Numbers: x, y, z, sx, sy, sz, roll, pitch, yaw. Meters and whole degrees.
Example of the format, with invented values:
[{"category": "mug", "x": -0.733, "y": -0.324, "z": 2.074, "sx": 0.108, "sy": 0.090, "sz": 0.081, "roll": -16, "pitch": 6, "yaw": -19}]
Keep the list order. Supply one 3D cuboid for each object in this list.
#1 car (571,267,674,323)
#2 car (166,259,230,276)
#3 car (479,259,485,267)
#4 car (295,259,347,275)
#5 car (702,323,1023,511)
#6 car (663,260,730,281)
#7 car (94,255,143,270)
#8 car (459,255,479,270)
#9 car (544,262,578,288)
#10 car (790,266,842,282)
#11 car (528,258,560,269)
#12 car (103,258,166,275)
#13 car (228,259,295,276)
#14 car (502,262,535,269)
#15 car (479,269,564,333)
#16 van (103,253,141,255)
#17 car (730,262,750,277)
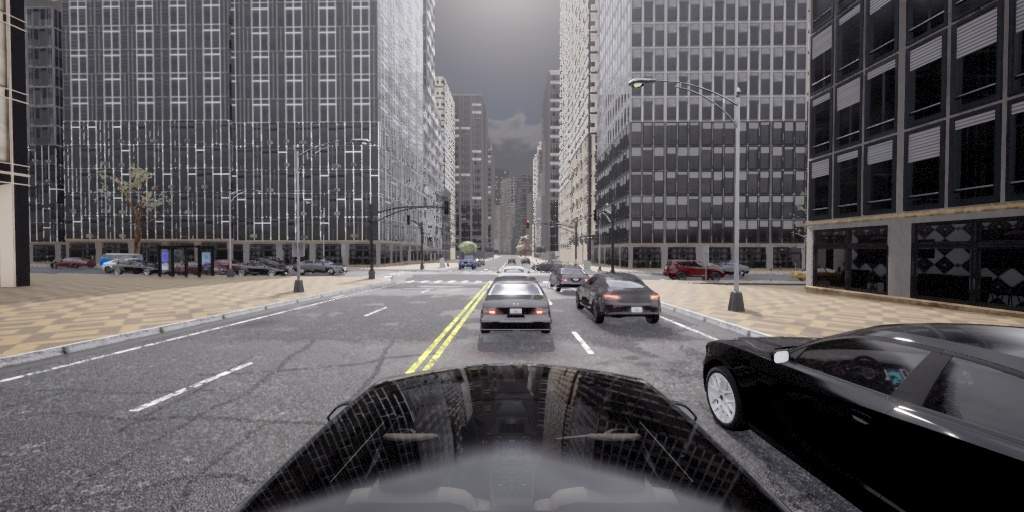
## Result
[{"category": "car", "x": 3.347, "y": 1.271, "z": 11.906, "sx": 1.812, "sy": 1.442, "sz": 4.674, "roll": 0, "pitch": 0, "yaw": 0}, {"category": "car", "x": -28.429, "y": 1.138, "z": 32.782, "sx": 4.207, "sy": 1.307, "sz": 1.802, "roll": 0, "pitch": 0, "yaw": 1}, {"category": "car", "x": -6.592, "y": 1.193, "z": 63.788, "sx": 2.128, "sy": 1.511, "sz": 4.902, "roll": 0, "pitch": 0, "yaw": 0}, {"category": "car", "x": -18.814, "y": 1.091, "z": 35.279, "sx": 4.902, "sy": 1.511, "sz": 2.128, "roll": 1, "pitch": 1, "yaw": 1}, {"category": "car", "x": 3.345, "y": 1.227, "z": 2.560, "sx": 1.882, "sy": 1.535, "sz": 5.008, "roll": 0, "pitch": 0, "yaw": 0}, {"category": "car", "x": 16.180, "y": 1.268, "z": 32.141, "sx": 5.009, "sy": 1.841, "sz": 2.192, "roll": 0, "pitch": 0, "yaw": 1}, {"category": "car", "x": -37.960, "y": 0.951, "z": 35.668, "sx": 4.674, "sy": 1.442, "sz": 1.812, "roll": 1, "pitch": 1, "yaw": 2}, {"category": "car", "x": -6.621, "y": 0.935, "z": 53.870, "sx": 2.150, "sy": 2.045, "sz": 5.566, "roll": 0, "pitch": 0, "yaw": 0}, {"category": "car", "x": 3.344, "y": 1.287, "z": 21.317, "sx": 2.033, "sy": 1.411, "sz": 5.357, "roll": 0, "pitch": 0, "yaw": 0}, {"category": "car", "x": 27.628, "y": 1.578, "z": 31.950, "sx": 4.829, "sy": 1.417, "sz": 1.751, "roll": 0, "pitch": 0, "yaw": 1}, {"category": "car", "x": 4.578, "y": 1.255, "z": 41.586, "sx": 2.033, "sy": 1.411, "sz": 5.357, "roll": 0, "pitch": 1, "yaw": -36}, {"category": "car", "x": -34.110, "y": 1.069, "z": 32.952, "sx": 4.313, "sy": 1.339, "sz": 1.948, "roll": 0, "pitch": 0, "yaw": 1}, {"category": "car", "x": -22.745, "y": 1.173, "z": 32.651, "sx": 4.313, "sy": 1.339, "sz": 1.948, "roll": 0, "pitch": 0, "yaw": 1}, {"category": "car", "x": 0.092, "y": 1.266, "z": 20.228, "sx": 1.812, "sy": 1.442, "sz": 4.674, "roll": 0, "pitch": 0, "yaw": 0}, {"category": "car", "x": 0.097, "y": 1.294, "z": 10.637, "sx": 2.033, "sy": 1.411, "sz": 5.357, "roll": 0, "pitch": 0, "yaw": 0}, {"category": "van", "x": -45.305, "y": 0.605, "z": 41.608, "sx": 3.998, "sy": 1.789, "sz": 1.690, "roll": 0, "pitch": 0, "yaw": 1}, {"category": "car", "x": 22.286, "y": 1.405, "z": 37.816, "sx": 4.902, "sy": 1.511, "sz": 2.128, "roll": 1, "pitch": 1, "yaw": 1}]
